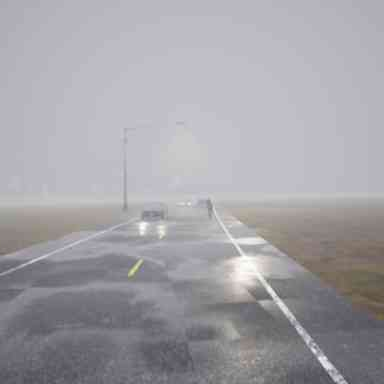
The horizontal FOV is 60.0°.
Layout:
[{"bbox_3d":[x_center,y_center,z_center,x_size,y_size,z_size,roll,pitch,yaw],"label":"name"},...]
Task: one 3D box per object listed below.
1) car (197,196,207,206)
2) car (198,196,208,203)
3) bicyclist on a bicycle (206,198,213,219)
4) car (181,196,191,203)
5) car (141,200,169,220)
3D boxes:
[{"bbox_3d":[1.852,1.530,57.262,1.882,1.535,5.008,0,0,3],"label":"car"},{"bbox_3d":[2.476,1.601,74.812,2.128,1.511,4.902,0,0,2],"label":"car"},{"bbox_3d":[1.427,1.476,26.452,0.582,1.620,1.656,0,0,2],"label":"bicyclist on a bicycle"},{"bbox_3d":[-1.203,1.577,70.037,1.812,1.442,4.674,0,0,2],"label":"car"},{"bbox_3d":[-3.066,1.503,28.416,1.882,1.535,5.008,0,0,2],"label":"car"}]
